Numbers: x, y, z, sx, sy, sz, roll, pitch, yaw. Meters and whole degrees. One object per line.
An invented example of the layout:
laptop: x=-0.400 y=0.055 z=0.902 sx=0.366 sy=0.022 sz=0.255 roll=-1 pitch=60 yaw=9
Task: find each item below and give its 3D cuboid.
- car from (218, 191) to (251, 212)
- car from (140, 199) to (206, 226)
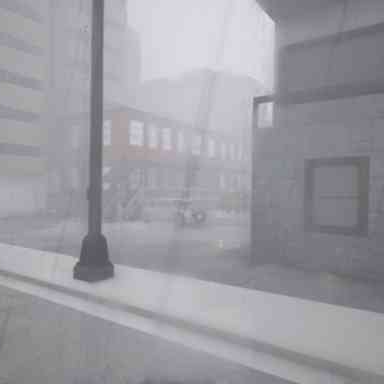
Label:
car: x=4.462 y=0.778 z=25.315 sx=5.027 sy=1.636 sz=2.152 roll=2 pitch=1 yaw=36
car: x=-1.110 y=1.133 z=19.341 sx=3.806 sy=1.475 sz=1.970 roll=0 pitch=0 yaw=36
